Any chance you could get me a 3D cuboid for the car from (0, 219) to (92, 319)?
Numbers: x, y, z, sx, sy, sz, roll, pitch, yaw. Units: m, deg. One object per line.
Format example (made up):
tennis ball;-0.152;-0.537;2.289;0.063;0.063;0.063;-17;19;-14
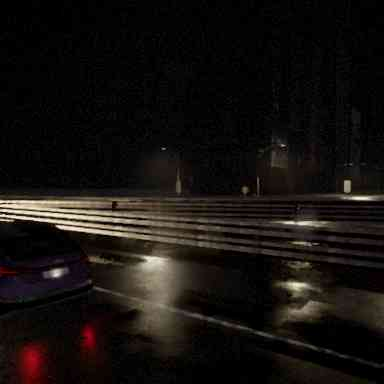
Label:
car;-4.055;1.368;6.763;4.856;1.649;2.033;1;0;35
